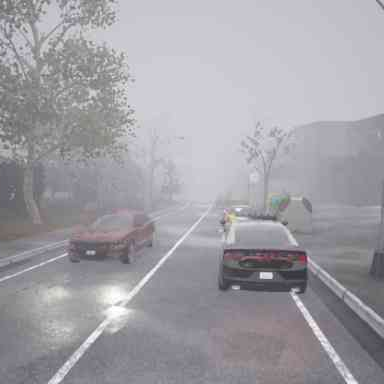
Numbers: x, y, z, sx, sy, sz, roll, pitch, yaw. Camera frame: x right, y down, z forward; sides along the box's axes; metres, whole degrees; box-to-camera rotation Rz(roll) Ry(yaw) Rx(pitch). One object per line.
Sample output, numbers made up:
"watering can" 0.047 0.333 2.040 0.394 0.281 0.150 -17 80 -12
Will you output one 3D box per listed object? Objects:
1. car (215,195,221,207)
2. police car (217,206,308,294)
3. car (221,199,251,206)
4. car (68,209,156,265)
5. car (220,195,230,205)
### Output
"car" 4.466 1.165 48.046 2.097 1.767 4.553 0 0 3
"police car" 1.717 1.414 9.045 1.930 1.638 5.238 1 0 6
"car" 2.771 1.405 19.117 1.801 1.575 5.366 1 0 6
"car" -2.573 1.412 11.782 1.882 1.535 5.008 1 0 6
"car" 3.377 1.278 24.892 2.097 1.767 4.553 1 0 6
